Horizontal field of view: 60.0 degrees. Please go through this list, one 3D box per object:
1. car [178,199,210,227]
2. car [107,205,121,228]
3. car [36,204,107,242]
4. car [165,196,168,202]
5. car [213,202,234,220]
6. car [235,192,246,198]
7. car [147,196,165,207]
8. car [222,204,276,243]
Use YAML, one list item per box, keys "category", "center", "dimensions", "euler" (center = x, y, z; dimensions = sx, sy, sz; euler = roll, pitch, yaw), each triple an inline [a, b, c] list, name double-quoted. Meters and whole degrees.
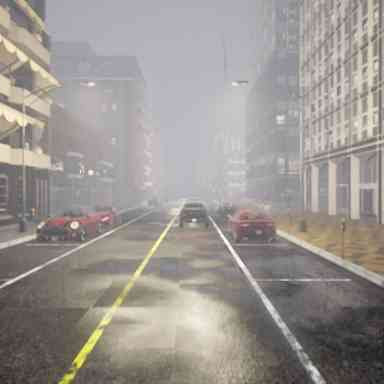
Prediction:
- category: "car"
  center: [0.134, 1.446, 22.433]
  dimensions: [1.837, 1.490, 4.892]
  euler: [0, 0, 0]
- category: "car"
  center: [-5.660, 1.527, 21.389]
  dimensions: [1.802, 1.307, 4.206]
  euler: [0, 0, 0]
- category: "car"
  center: [-5.668, 1.399, 15.740]
  dimensions: [1.967, 1.590, 4.097]
  euler: [0, 0, 0]
- category: "car"
  center: [-5.610, 1.420, 55.280]
  dimensions: [2.008, 1.369, 4.403]
  euler: [0, 0, 0]
- category: "car"
  center: [2.728, 1.481, 27.025]
  dimensions: [2.008, 1.369, 4.403]
  euler: [0, 0, 0]
- category: "car"
  center: [14.822, 0.831, 88.127]
  dimensions: [5.009, 1.841, 2.192]
  euler: [-1, 1, 0]
- category: "car"
  center: [-5.619, 1.431, 49.632]
  dimensions: [2.008, 1.369, 4.403]
  euler: [0, 0, 0]
- category: "car"
  center: [2.712, 1.503, 15.728]
  dimensions: [1.887, 1.381, 4.507]
  euler: [0, 0, 0]
